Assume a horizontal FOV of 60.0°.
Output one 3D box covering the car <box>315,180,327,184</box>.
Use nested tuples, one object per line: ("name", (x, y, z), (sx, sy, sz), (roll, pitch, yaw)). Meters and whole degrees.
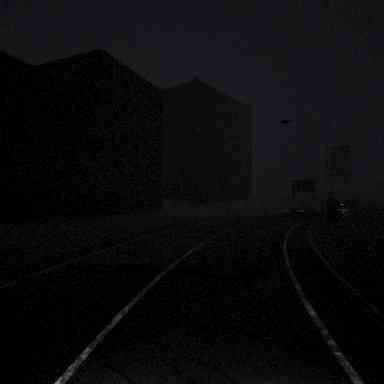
("car", (28.968, -2.154, 79.512), (4.892, 1.521, 2.231), (1, -5, -8))

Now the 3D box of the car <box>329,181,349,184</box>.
("car", (34.449, -2.019, 80.363), (4.674, 1.452, 2.002), (1, -5, -9))

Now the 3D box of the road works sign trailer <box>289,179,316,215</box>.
("road works sign trailer", (11.423, 0.482, 33.866), (2.380, 3.560, 2.880), (-3, -2, 37))

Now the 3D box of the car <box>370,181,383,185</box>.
("car", (45.328, -1.957, 82.428), (4.553, 1.767, 2.185), (1, -5, -11))

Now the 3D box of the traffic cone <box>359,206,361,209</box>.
("traffic cone", (21.372, 1.907, 42.274), (0.340, 0.580, 0.340), (-4, -3, 42))

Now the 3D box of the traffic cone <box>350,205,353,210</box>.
("traffic cone", (20.632, 1.964, 42.940), (0.340, 0.580, 0.340), (-4, -3, 42))

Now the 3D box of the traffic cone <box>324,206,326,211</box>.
("traffic cone", (16.473, 2.048, 41.304), (0.340, 0.580, 0.340), (-4, -3, 42))

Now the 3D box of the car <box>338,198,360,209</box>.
("car", (22.658, 1.714, 48.685), (4.892, 1.490, 1.837), (0, -4, -35))

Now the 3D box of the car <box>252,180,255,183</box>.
("car", (12.658, -2.457, 77.305), (4.553, 1.767, 2.185), (1, -5, -8))

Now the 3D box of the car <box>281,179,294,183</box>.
("car", (23.500, -2.222, 78.764), (4.892, 1.521, 2.231), (1, -5, -8))

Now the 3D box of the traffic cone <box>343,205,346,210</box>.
("traffic cone", (19.891, 2.021, 43.607), (0.340, 0.580, 0.340), (-4, -3, 42))

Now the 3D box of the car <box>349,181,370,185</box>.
("car", (39.911, -1.950, 81.336), (5.008, 1.535, 2.097), (1, -5, -10))
